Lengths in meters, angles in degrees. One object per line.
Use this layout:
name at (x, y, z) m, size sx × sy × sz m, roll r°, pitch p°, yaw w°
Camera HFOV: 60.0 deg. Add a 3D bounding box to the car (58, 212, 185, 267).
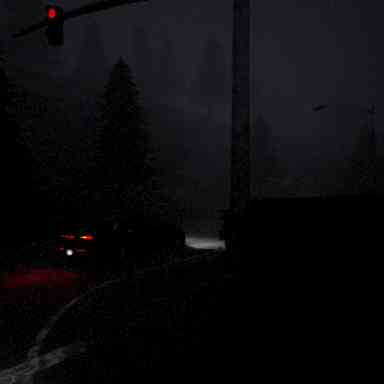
car at (-2.109, 1.442, 11.358) m, size 1.837 × 1.490 × 4.892 m, roll -2°, pitch -1°, yaw 33°
